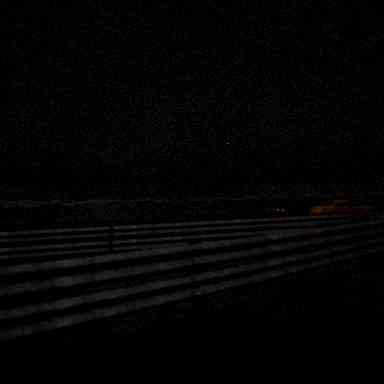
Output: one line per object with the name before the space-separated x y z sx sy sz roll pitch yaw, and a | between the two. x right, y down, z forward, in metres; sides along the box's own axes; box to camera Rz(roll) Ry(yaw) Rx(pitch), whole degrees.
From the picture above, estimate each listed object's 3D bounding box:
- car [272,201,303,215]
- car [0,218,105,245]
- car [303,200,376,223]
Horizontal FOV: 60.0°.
car | 9.292 1.425 27.590 5.357 1.411 2.033 -1 0 -18
car | -6.344 1.862 15.167 4.718 1.301 1.895 -1 0 -18
car | 11.093 1.337 24.491 5.008 1.535 1.882 -1 0 -18
